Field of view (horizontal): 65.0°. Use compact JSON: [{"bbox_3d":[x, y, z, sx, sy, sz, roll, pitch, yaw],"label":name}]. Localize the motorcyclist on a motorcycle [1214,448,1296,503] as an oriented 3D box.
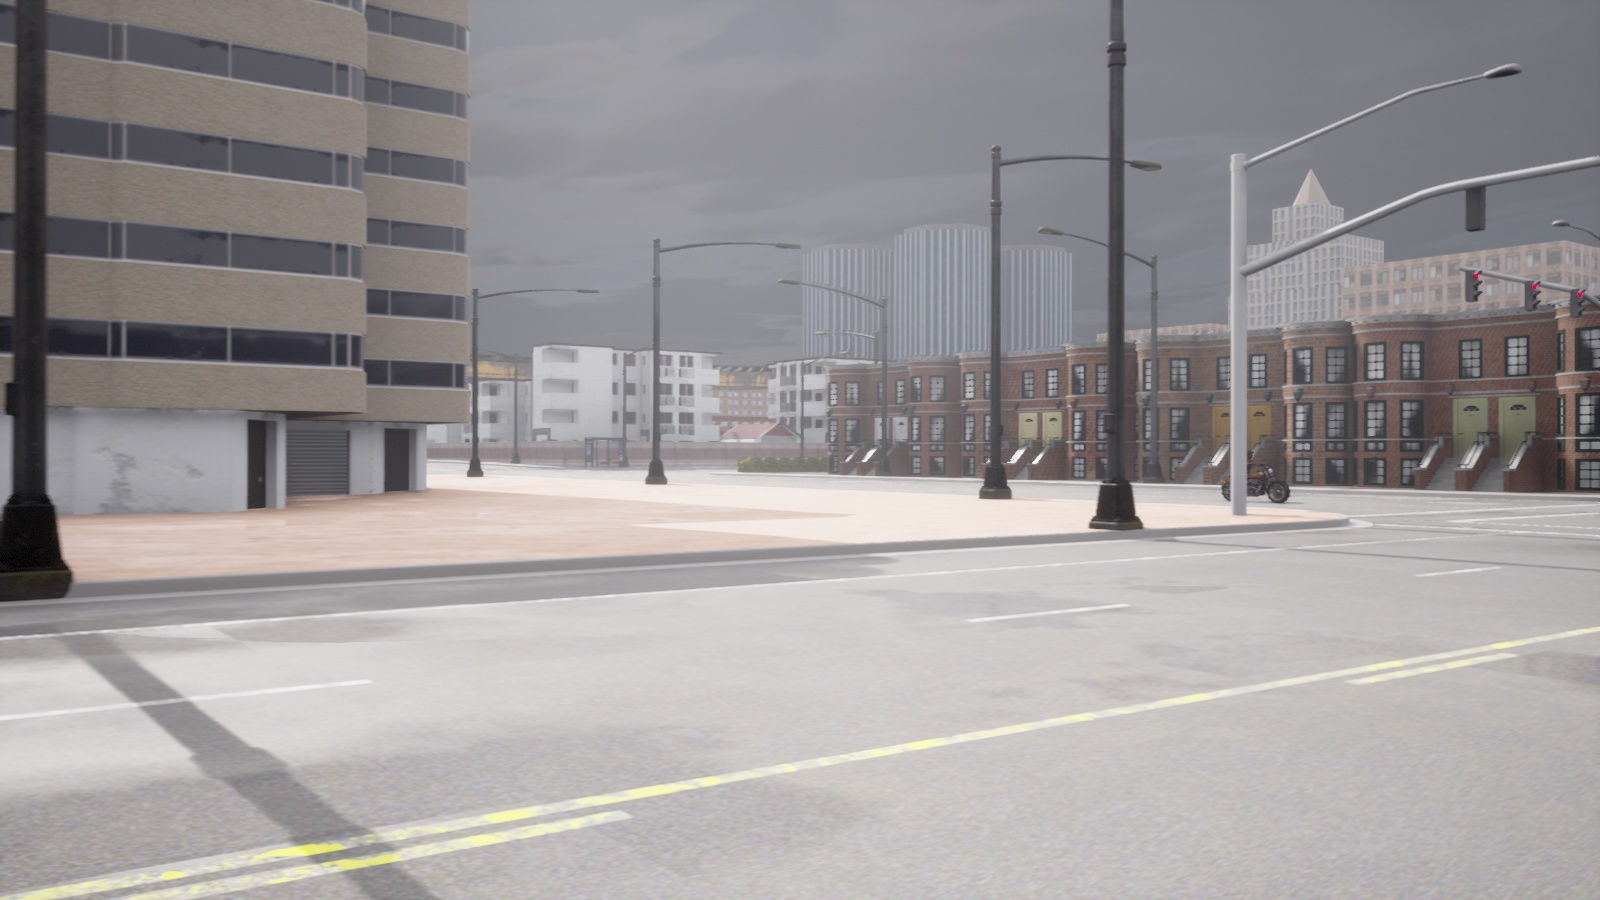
[{"bbox_3d":[13.930,0.760,38.544,0.766,1.649,2.350,0,0,-35],"label":"motorcyclist on a motorcycle"}]
